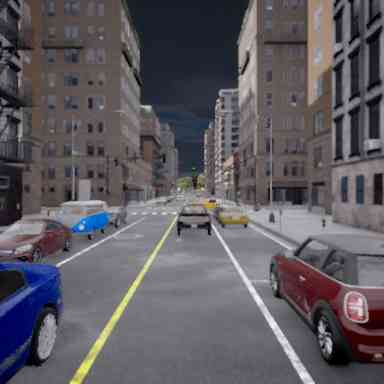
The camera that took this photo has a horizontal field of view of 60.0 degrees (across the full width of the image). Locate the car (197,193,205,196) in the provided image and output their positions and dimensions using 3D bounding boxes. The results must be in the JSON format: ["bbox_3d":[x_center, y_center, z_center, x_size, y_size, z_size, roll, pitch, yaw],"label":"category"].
[{"bbox_3d":[2.681,1.450,77.078,1.967,1.590,4.097,0,0,0],"label":"car"}]

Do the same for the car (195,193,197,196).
[{"bbox_3d":[2.687,1.324,88.441,2.192,1.841,5.009,0,0,0],"label":"car"}]

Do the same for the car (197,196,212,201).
[{"bbox_3d":[1.709,1.482,36.104,1.882,1.535,5.008,-1,0,28],"label":"car"}]

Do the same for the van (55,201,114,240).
[{"bbox_3d":[-5.382,1.344,16.666,1.690,1.788,3.998,0,0,0],"label":"van"}]

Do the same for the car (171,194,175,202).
[{"bbox_3d":[-5.347,1.577,71.398,1.947,1.339,4.313,0,0,0],"label":"car"}]

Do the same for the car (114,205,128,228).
[{"bbox_3d":[-5.377,1.555,22.072,2.008,1.369,4.403,0,0,0],"label":"car"}]

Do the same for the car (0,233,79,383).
[{"bbox_3d":[-2.847,1.478,2.961,1.882,1.535,5.008,0,0,0],"label":"car"}]

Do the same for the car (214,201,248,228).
[{"bbox_3d":[2.657,1.529,22.238,1.752,1.417,4.829,0,0,0],"label":"car"}]

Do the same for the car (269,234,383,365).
[{"bbox_3d":[2.663,1.441,5.850,1.967,1.590,4.097,0,0,0],"label":"car"}]

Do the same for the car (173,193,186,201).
[{"bbox_3d":[-2.705,1.236,79.199,2.150,2.045,5.566,0,0,0],"label":"car"}]

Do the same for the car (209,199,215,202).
[{"bbox_3d":[2.655,1.556,27.475,2.008,1.369,4.403,0,0,0],"label":"car"}]

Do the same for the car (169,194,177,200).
[{"bbox_3d":[-5.335,1.449,94.123,1.967,1.590,4.097,0,0,0],"label":"car"}]

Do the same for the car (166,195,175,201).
[{"bbox_3d":[-5.341,1.561,82.760,2.008,1.369,4.403,0,0,0],"label":"car"}]

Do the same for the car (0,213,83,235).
[{"bbox_3d":[-5.386,1.584,11.259,1.802,1.307,4.206,0,0,0],"label":"car"}]

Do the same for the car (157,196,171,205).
[{"bbox_3d":[-5.354,1.536,59.865,1.752,1.417,4.829,0,0,0],"label":"car"}]

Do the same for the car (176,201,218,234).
[{"bbox_3d":[0.112,1.495,19.030,2.128,1.511,4.902,0,0,0],"label":"car"}]
